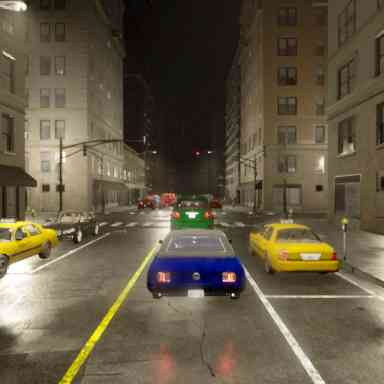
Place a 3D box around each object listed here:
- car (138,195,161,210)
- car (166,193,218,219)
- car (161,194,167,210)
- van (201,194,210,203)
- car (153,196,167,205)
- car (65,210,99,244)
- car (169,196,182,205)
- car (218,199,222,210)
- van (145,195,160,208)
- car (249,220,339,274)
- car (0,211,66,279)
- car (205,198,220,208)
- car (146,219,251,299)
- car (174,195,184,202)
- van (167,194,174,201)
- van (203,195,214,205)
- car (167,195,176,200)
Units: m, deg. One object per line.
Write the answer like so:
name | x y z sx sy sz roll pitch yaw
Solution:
car | -5.645 1.328 42.462 2.192 1.841 5.009 0 0 0
car | 0.011 1.224 18.153 2.150 2.045 5.566 0 0 0
car | -3.080 1.236 43.727 2.150 2.045 5.566 0 0 0
van | 2.897 1.368 69.963 1.690 1.788 3.998 0 0 0
car | -5.635 1.462 58.965 1.967 1.590 4.097 0 0 0
car | -5.660 1.552 15.687 2.008 1.369 4.403 0 0 0
car | -3.032 1.515 60.703 2.128 1.511 4.902 0 0 0
car | 2.881 1.557 42.456 1.887 1.381 4.507 0 0 0
van | -5.641 1.357 47.962 1.690 1.788 3.998 0 0 0
car | 2.862 1.526 10.326 1.752 1.417 4.829 0 0 0
car | -5.663 1.526 9.992 1.752 1.417 4.829 0 0 0
car | 2.885 1.581 47.957 1.947 1.339 4.313 0 0 0
car | 0.087 1.601 8.387 1.895 1.301 4.718 0 0 0
car | -2.955 1.403 76.268 2.128 1.511 4.902 0 0 0
van | -5.618 1.377 86.473 1.690 1.788 3.998 0 0 0
van | 2.891 1.363 58.960 1.690 1.788 3.998 0 0 0
car | -5.615 1.590 91.973 2.008 1.369 4.403 0 0 0
